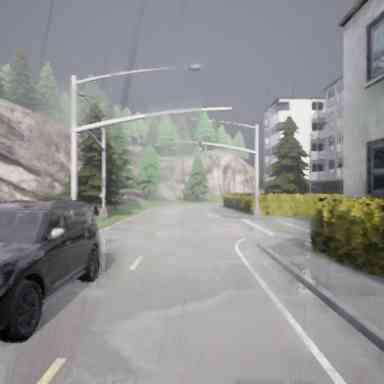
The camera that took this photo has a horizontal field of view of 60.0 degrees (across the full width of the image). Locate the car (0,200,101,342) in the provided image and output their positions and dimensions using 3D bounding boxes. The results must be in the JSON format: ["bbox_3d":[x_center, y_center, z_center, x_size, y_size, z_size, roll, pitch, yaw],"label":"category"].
[{"bbox_3d":[-3.534,1.224,6.850,2.150,2.045,5.566,0,0,0],"label":"car"}]
